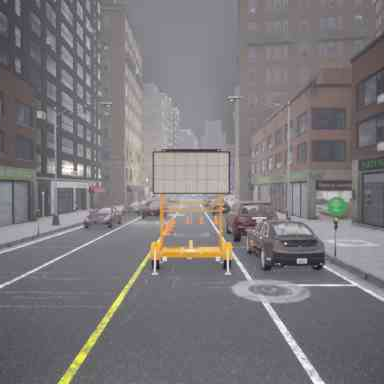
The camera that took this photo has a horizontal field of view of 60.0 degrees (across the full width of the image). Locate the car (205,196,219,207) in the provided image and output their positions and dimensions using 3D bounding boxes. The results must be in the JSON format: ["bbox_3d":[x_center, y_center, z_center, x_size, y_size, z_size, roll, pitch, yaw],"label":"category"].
[{"bbox_3d":[2.783,1.513,38.469,1.752,1.417,4.829,-1,0,0],"label":"car"}]

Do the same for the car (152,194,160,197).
[{"bbox_3d":[-5.753,1.423,43.781,1.967,1.590,4.097,-1,0,0],"label":"car"}]

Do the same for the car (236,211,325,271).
[{"bbox_3d":[2.831,1.549,10.768,2.008,1.369,4.403,-1,0,0],"label":"car"}]

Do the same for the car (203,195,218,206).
[{"bbox_3d":[2.764,1.544,49.312,1.947,1.339,4.313,-1,0,0],"label":"car"}]

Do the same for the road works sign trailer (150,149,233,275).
[{"bbox_3d":[-0.019,0.462,10.444,2.380,3.560,2.880,0,0,0],"label":"road works sign trailer"}]

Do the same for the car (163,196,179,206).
[{"bbox_3d":[-3.096,1.451,53.868,1.882,1.535,5.008,0,0,0],"label":"car"}]

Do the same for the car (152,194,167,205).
[{"bbox_3d":[-5.784,1.281,60.304,2.192,1.841,5.009,-1,0,0],"label":"car"}]

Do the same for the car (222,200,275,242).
[{"bbox_3d":[2.819,1.312,16.274,2.192,1.841,5.009,-1,0,0],"label":"car"}]

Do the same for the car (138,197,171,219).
[{"bbox_3d":[-3.153,1.470,28.853,1.882,1.535,5.008,0,0,0],"label":"car"}]

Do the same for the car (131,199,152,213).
[{"bbox_3d":[-5.742,1.569,38.273,1.802,1.307,4.206,-1,0,0],"label":"car"}]

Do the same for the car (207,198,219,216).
[{"bbox_3d":[2.792,1.557,32.793,1.947,1.339,4.313,-1,0,0],"label":"car"}]

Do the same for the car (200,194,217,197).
[{"bbox_3d":[2.754,1.538,54.819,1.947,1.339,4.313,-1,0,0],"label":"car"}]

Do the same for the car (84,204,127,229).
[{"bbox_3d":[-5.713,1.577,21.750,1.802,1.307,4.206,-1,0,0],"label":"car"}]

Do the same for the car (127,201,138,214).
[{"bbox_3d":[-5.733,1.573,32.765,1.802,1.307,4.206,-1,0,0],"label":"car"}]
